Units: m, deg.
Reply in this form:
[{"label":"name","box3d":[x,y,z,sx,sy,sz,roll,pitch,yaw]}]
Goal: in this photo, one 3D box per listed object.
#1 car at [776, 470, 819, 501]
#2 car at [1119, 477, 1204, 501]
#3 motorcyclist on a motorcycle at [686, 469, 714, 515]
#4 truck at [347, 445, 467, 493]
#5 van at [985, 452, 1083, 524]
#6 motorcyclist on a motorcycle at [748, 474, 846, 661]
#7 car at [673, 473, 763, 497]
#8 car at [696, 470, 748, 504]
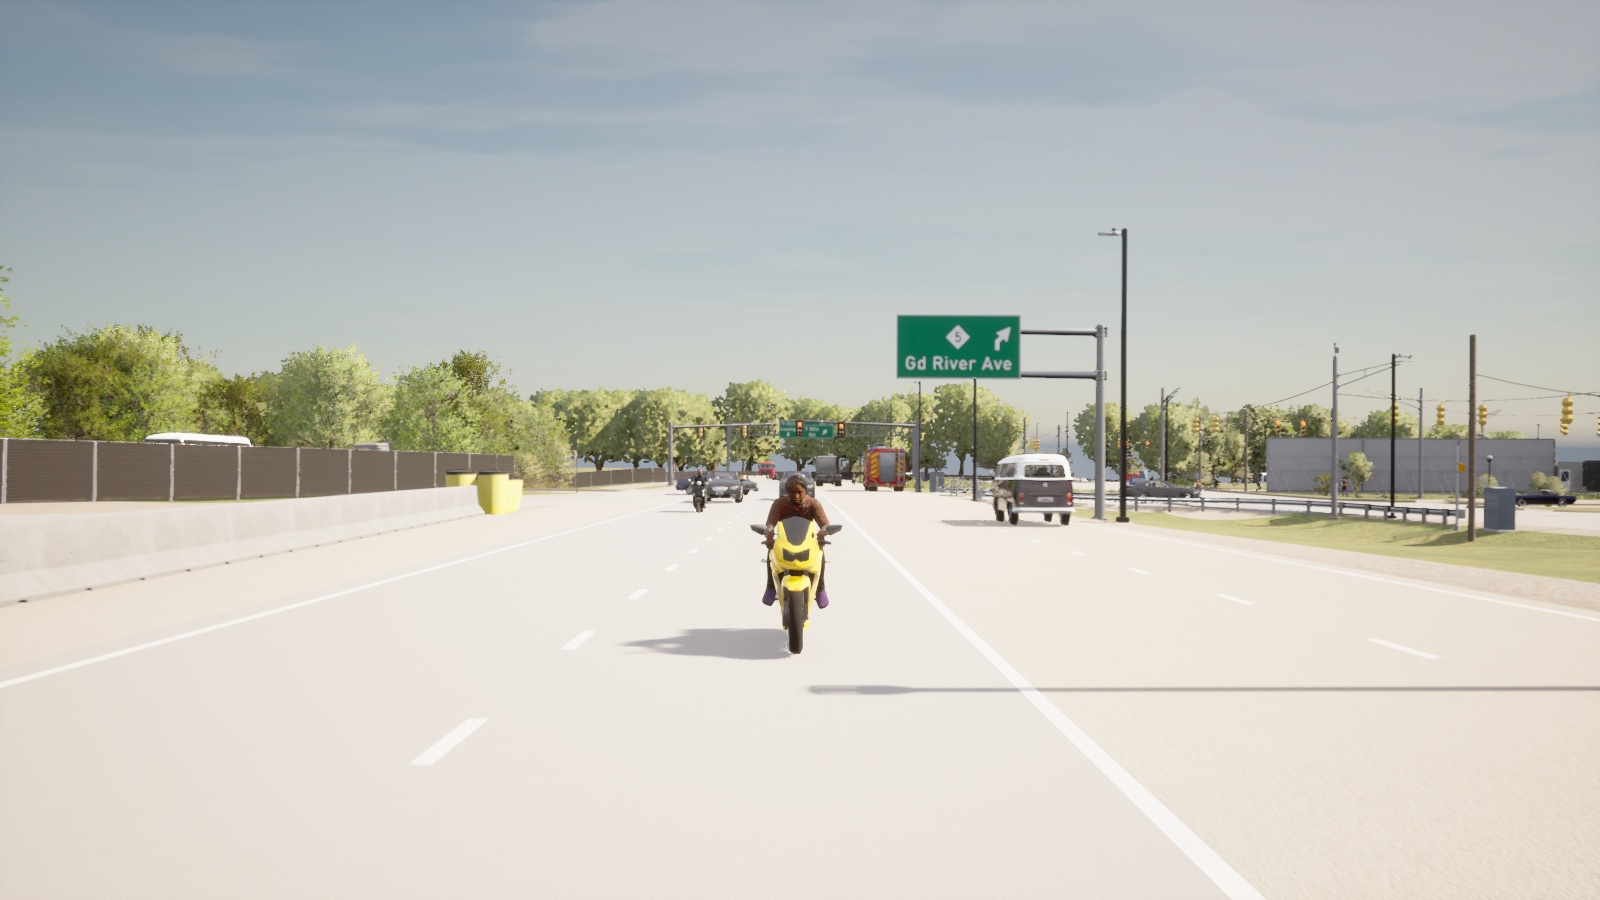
[{"label":"car","box3d":[-0.137,1.795,64.913,2.128,1.511,4.902,0,-1,0]},{"label":"car","box3d":[23.601,2.519,82.126,4.902,1.511,2.128,0,-1,-2]},{"label":"motorcyclist on a motorcycle","box3d":[-3.605,1.502,45.404,0.866,1.590,1.817,0,-1,0]},{"label":"truck","box3d":[-29.080,1.366,93.179,7.936,3.462,2.891,0,0,1]},{"label":"van","box3d":[6.912,1.108,37.605,2.069,2.038,4.480,0,-1,0]},{"label":"motorcyclist on a motorcycle","box3d":[-0.026,0.981,11.298,0.797,1.523,2.044,0,-1,0]},{"label":"car","box3d":[-4.994,2.090,76.321,5.357,1.411,2.033,-1,-1,35]},{"label":"car","box3d":[-3.635,1.723,59.439,2.128,1.511,4.902,0,-1,0]}]
